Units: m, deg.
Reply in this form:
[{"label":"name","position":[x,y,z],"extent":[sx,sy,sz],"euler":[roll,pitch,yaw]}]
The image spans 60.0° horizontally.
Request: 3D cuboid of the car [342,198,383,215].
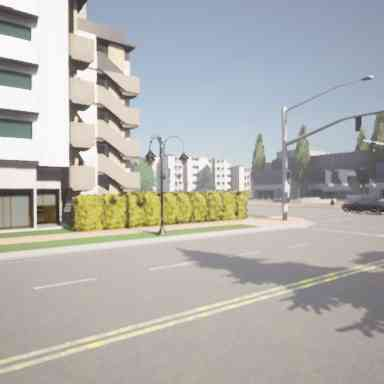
[{"label":"car","position":[16.248,1.278,30.700],"extent":[1.812,1.442,4.674],"euler":[0,0,-30]}]
